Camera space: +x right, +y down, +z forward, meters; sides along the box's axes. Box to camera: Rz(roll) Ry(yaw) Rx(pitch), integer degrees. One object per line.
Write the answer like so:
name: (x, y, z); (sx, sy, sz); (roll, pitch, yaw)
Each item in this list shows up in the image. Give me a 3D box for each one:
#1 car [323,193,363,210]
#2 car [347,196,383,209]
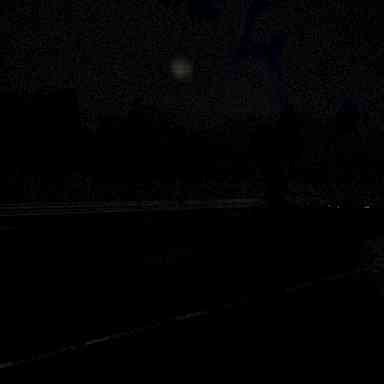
car: (16.845, 1.123, 36.727); (5.566, 2.045, 2.150); (0, 0, -34)
car: (18.092, 1.376, 33.356); (4.892, 1.490, 1.837); (0, 0, -34)
